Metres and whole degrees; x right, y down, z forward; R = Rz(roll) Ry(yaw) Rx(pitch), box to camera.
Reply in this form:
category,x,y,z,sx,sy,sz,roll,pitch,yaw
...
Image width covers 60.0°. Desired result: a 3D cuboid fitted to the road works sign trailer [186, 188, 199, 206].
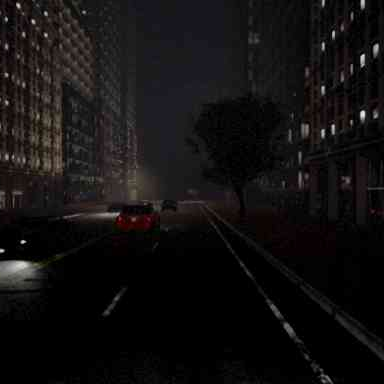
category,x,y,z,sx,sy,sz,roll,pitch,yaw
road works sign trailer,0.105,0.988,64.752,2.380,3.560,2.880,3,-3,1

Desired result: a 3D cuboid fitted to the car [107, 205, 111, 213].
category,x,y,z,sx,sy,sz,roll,pitch,yaw
car,-9.832,2.000,43.922,1.895,1.301,4.718,0,-1,0

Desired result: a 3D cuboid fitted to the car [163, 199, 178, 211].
category,x,y,z,sx,sy,sz,roll,pitch,yaw
car,-3.142,1.777,46.818,2.097,1.767,4.553,0,-1,0

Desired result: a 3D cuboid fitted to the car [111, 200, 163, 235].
category,x,y,z,sx,sy,sz,roll,pitch,yaw
car,-3.148,1.534,20.109,2.097,1.767,4.553,0,-1,0

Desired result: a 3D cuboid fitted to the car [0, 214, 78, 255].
category,x,y,z,sx,sy,sz,roll,pitch,yaw
car,-6.567,1.677,14.141,2.033,1.411,5.357,0,-1,0

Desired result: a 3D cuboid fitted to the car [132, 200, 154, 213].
category,x,y,z,sx,sy,sz,roll,pitch,yaw
car,-6.575,1.902,45.081,2.128,1.511,4.902,0,-1,0
